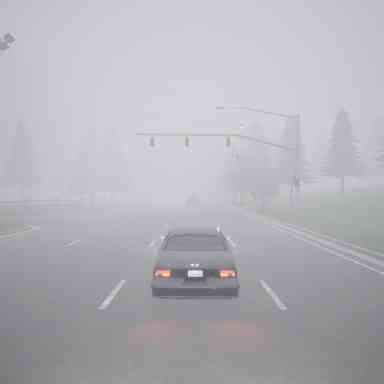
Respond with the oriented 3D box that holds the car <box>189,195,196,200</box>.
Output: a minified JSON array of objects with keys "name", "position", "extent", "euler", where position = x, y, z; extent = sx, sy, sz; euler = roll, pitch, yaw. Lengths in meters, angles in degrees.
[{"name":"car","position":[0.144,1.540,94.148],"extent":[2.033,1.411,5.357],"euler":[0,0,0]}]

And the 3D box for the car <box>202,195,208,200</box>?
[{"name":"car","position":[3.644,1.500,94.143],"extent":[1.837,1.490,4.892],"euler":[0,0,0]}]

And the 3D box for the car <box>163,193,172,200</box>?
[{"name":"car","position":[-6.856,1.225,94.189],"extent":[2.150,2.045,5.566],"euler":[0,0,0]}]

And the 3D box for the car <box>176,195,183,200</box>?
[{"name":"car","position":[-3.356,1.524,94.154],"extent":[1.812,1.442,4.674],"euler":[0,0,0]}]

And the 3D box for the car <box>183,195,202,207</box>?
[{"name":"car","position":[0.078,1.352,52.672],"extent":[2.097,1.767,4.553],"euler":[0,0,0]}]

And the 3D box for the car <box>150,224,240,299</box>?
[{"name":"car","position":[0.079,1.547,8.633],"extent":[2.033,1.411,5.357],"euler":[0,0,1]}]
